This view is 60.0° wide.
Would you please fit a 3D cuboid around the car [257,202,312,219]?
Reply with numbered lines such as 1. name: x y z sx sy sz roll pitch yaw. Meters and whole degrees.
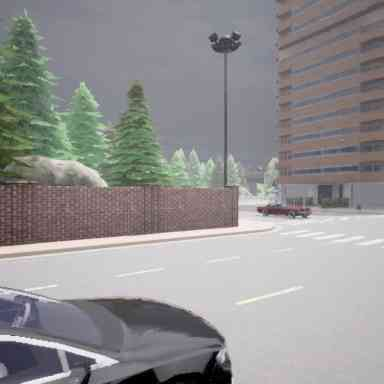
1. car: 7.979 1.545 28.982 1.895 1.301 4.718 0 0 -35

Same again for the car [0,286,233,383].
1. car: -1.840 1.493 2.428 4.902 1.511 2.128 0 0 -36
